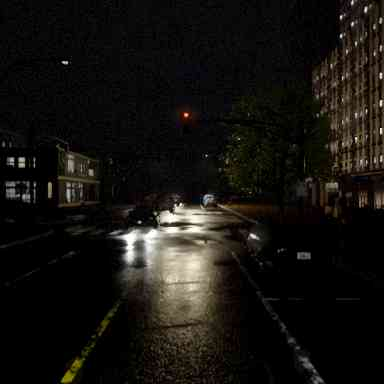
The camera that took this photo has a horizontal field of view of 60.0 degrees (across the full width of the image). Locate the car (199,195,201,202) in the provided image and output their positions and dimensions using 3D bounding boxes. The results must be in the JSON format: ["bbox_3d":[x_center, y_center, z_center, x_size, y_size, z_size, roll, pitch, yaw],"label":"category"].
[{"bbox_3d":[2.718,1.630,64.774,2.008,1.369,4.403,0,0,0],"label":"car"}]

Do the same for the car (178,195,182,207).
[{"bbox_3d":[-3.077,1.289,54.193,2.150,2.045,5.566,0,0,-1],"label":"car"}]

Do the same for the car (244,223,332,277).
[{"bbox_3d":[2.698,1.578,10.091,1.947,1.339,4.313,0,0,0],"label":"car"}]

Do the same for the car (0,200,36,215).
[{"bbox_3d":[-17.257,1.408,31.578,4.507,1.381,1.887,1,-1,-1],"label":"car"}]

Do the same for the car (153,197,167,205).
[{"bbox_3d":[-5.665,1.623,59.223,2.008,1.369,4.403,0,0,0],"label":"car"}]

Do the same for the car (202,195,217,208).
[{"bbox_3d":[2.712,1.584,48.290,1.752,1.417,4.829,0,0,0],"label":"car"}]

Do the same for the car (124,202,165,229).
[{"bbox_3d":[-3.092,1.590,21.565,1.994,1.385,4.181,0,0,0],"label":"car"}]

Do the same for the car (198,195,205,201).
[{"bbox_3d":[2.729,1.640,92.699,1.752,1.417,4.829,0,0,0],"label":"car"}]

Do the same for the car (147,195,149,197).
[{"bbox_3d":[-5.668,1.373,48.121,2.192,1.841,5.009,0,0,0],"label":"car"}]

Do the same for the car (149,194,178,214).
[{"bbox_3d":[-3.086,1.263,36.616,2.150,2.045,5.566,0,0,0],"label":"car"}]

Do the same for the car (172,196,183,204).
[{"bbox_3d":[-2.976,1.577,69.167,2.128,1.511,4.902,0,0,0],"label":"car"}]

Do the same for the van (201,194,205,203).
[{"bbox_3d":[2.715,1.406,53.672,1.690,1.788,3.998,0,0,0],"label":"van"}]

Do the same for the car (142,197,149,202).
[{"bbox_3d":[-5.671,1.633,42.570,1.802,1.307,4.206,0,0,0],"label":"car"}]

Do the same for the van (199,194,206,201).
[{"bbox_3d":[2.728,1.448,86.978,1.690,1.788,3.998,0,0,0],"label":"van"}]

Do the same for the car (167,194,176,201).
[{"bbox_3d":[-5.651,1.429,92.530,2.192,1.841,5.009,0,0,0],"label":"car"}]
